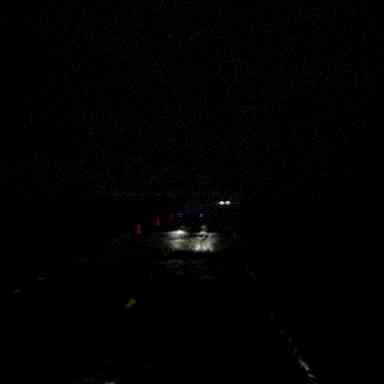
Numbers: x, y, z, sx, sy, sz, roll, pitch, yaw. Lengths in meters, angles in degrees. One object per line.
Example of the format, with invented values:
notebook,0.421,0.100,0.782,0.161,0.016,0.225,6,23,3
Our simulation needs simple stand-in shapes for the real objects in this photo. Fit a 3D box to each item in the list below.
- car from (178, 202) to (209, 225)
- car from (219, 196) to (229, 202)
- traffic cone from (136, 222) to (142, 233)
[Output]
car,0.182,1.490,24.430,1.882,1.535,5.008,0,0,7
car,7.579,1.607,78.404,1.895,1.301,4.718,0,0,0
traffic cone,-2.941,1.960,18.216,0.340,0.580,0.340,0,0,5
